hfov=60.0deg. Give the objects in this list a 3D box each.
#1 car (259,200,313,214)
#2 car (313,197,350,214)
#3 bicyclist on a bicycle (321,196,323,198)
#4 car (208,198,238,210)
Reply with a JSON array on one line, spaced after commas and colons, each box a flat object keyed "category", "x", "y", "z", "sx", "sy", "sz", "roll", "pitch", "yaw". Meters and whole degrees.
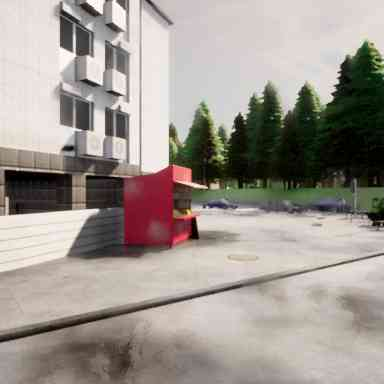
[{"category": "car", "x": 9.522, "y": 1.539, "z": 35.100, "sx": 2.033, "sy": 1.411, "sz": 5.357, "roll": 0, "pitch": 0, "yaw": -35}, {"category": "car", "x": 14.308, "y": 1.342, "z": 35.545, "sx": 2.097, "sy": 1.767, "sz": 4.553, "roll": 0, "pitch": 0, "yaw": -35}, {"category": "bicyclist on a bicycle", "x": 15.946, "y": 1.338, "z": 40.557, "sx": 1.656, "sy": 1.620, "sz": 0.582, "roll": 0, "pitch": 0, "yaw": -35}, {"category": "car", "x": 3.867, "y": 1.517, "z": 43.074, "sx": 1.812, "sy": 1.442, "sz": 4.674, "roll": 0, "pitch": 0, "yaw": -35}]
